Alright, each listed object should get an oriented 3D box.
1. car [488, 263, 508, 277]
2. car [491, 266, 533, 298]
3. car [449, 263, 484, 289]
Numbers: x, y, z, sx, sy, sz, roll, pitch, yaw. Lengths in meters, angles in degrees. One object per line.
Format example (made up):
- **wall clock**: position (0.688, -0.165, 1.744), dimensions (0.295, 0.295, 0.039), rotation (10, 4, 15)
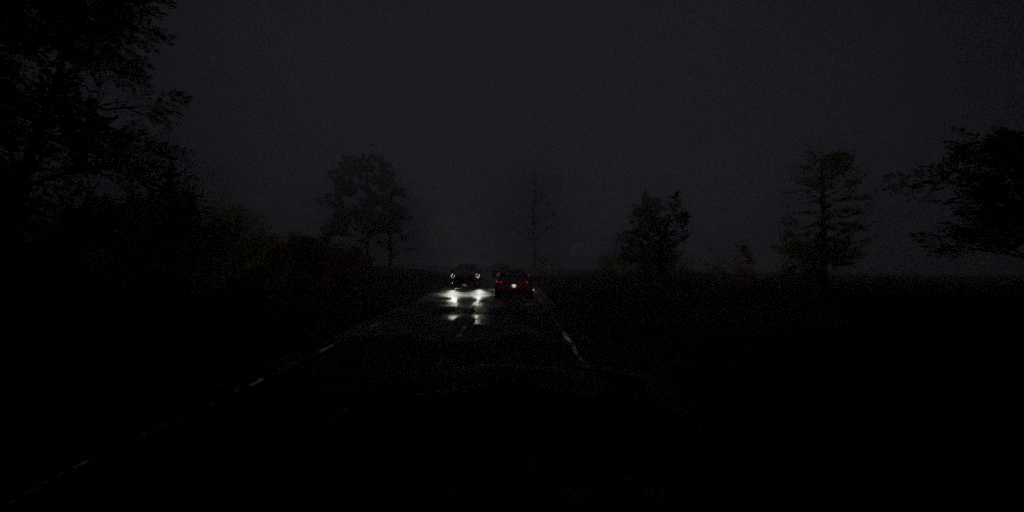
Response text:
- **car**: position (-1.306, 1.493, 36.707), dimensions (1.837, 1.490, 4.892), rotation (0, 0, -10)
- **car**: position (0.080, 1.450, 19.736), dimensions (1.994, 1.385, 4.181), rotation (0, 0, -1)
- **car**: position (-3.073, 1.271, 24.854), dimensions (2.097, 1.767, 4.553), rotation (0, 0, -3)
